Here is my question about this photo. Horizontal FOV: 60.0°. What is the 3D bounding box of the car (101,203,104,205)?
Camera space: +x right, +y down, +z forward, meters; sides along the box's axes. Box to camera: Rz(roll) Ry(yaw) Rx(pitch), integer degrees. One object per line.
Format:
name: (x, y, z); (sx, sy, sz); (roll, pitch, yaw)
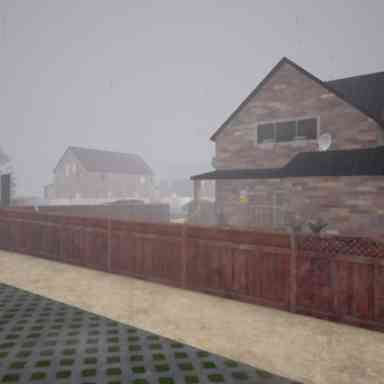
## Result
car: (-7.220, 1.579, 30.377); (2.033, 1.411, 5.357); (1, 0, 35)

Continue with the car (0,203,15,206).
car: (-13.335, 1.474, 21.670); (1.837, 1.490, 4.892); (1, 0, 34)

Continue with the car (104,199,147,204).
car: (-4.834, 1.407, 28.677); (2.097, 1.767, 4.553); (1, 0, 36)

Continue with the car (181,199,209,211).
car: (0.630, 1.623, 41.423); (1.837, 1.490, 4.892); (1, 0, 35)
